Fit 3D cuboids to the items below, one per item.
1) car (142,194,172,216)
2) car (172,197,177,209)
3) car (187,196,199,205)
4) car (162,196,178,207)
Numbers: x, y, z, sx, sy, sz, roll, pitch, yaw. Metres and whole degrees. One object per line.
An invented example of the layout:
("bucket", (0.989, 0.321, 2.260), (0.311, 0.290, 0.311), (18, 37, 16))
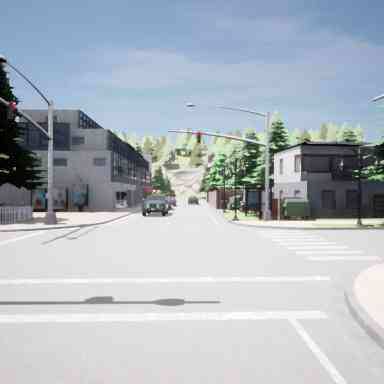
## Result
("car", (-3.519, 1.221, 32.654), (2.150, 2.045, 5.566), (0, 0, 0))
("car", (-3.491, 1.492, 42.704), (2.128, 1.511, 4.902), (0, 0, 0))
("car", (0.251, 1.505, 59.507), (1.837, 1.490, 4.892), (0, 0, 0))
("car", (-3.448, 1.492, 52.972), (2.128, 1.511, 4.902), (0, 0, 0))
